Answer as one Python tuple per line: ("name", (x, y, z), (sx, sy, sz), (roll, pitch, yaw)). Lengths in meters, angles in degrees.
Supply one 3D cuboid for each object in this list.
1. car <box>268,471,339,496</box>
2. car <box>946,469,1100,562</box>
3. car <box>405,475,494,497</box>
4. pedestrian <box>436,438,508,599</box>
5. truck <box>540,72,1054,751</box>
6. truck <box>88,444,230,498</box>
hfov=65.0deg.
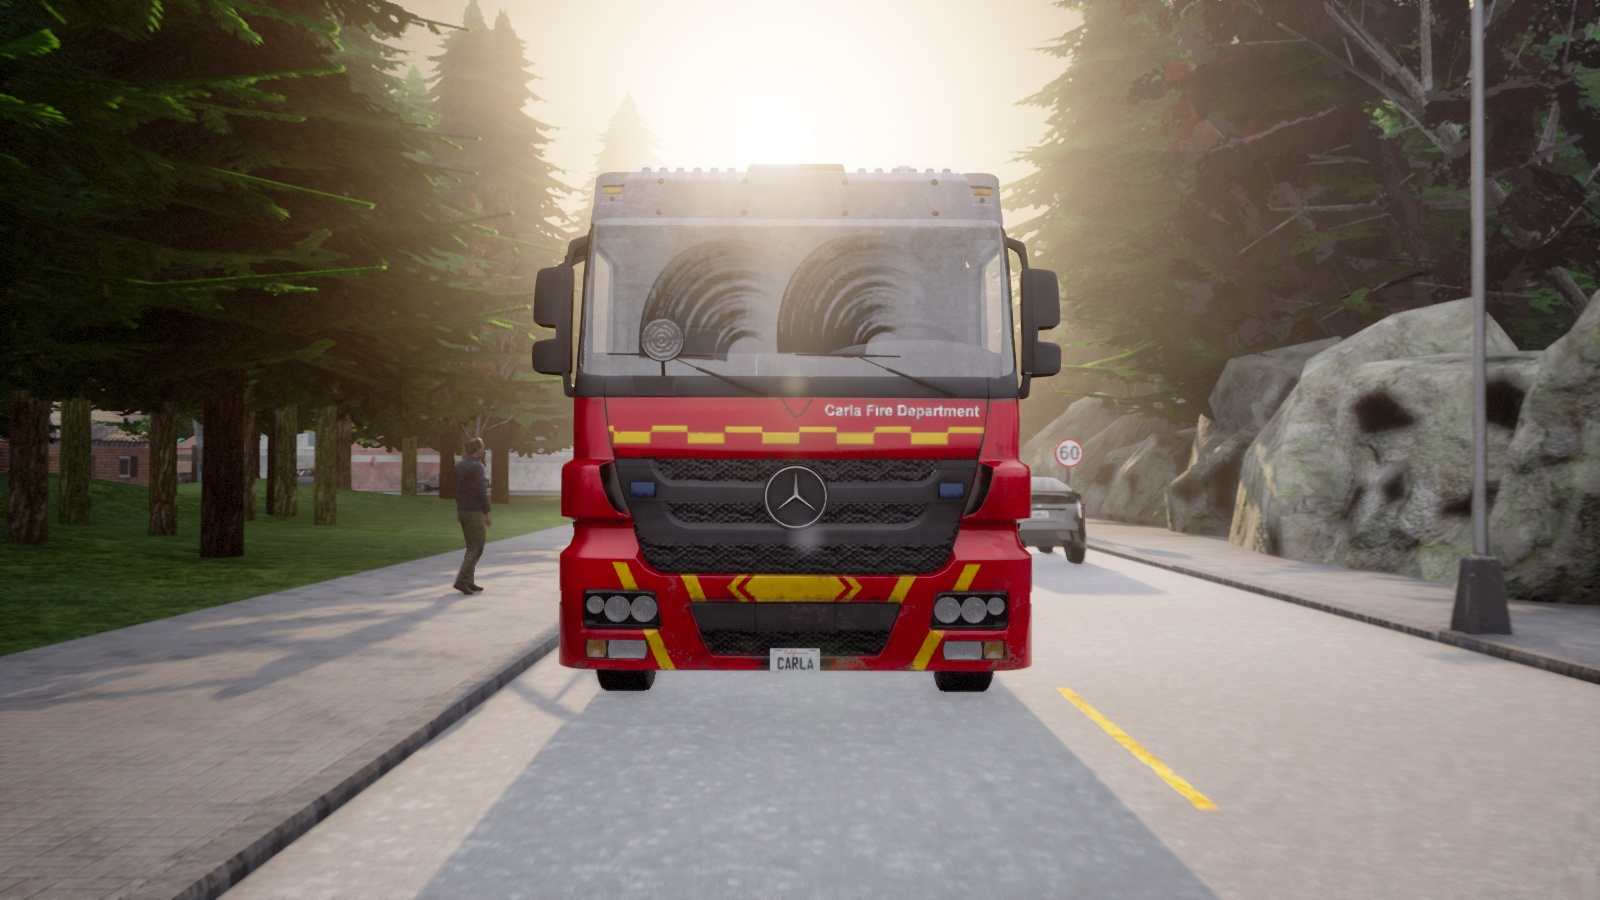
("car", (-32.927, 2.240, 83.378), (3.988, 1.617, 1.851), (0, -1, 0))
("car", (3.945, 1.130, 23.009), (2.007, 1.525, 4.514), (0, -1, 0))
("car", (-23.257, 2.351, 83.384), (5.357, 1.411, 2.033), (0, -1, 0))
("pedestrian", (-3.865, 0.788, 14.812), (0.402, 1.842, 0.726), (-1, -1, 42))
("truck", (-0.031, -0.161, 11.328), (2.891, 3.827, 8.468), (0, -1, 0))
("truck", (-42.497, 1.399, 83.385), (7.936, 3.462, 2.891), (0, -1, 0))
